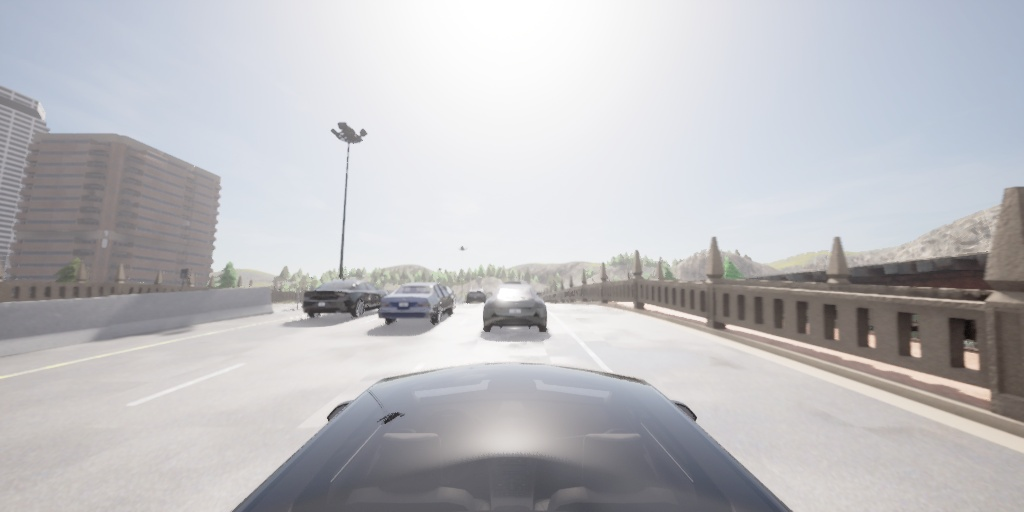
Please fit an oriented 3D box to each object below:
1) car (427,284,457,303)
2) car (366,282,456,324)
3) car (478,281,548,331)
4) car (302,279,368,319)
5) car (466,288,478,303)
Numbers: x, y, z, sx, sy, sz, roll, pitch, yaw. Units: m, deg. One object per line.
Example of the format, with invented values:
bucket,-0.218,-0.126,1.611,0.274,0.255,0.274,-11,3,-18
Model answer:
car,-6.937,3.843,35.869,2.097,1.767,4.553,0,-7,0
car,-3.412,1.730,13.779,2.033,1.411,5.357,0,-4,0
car,0.090,1.659,12.285,1.994,1.385,4.181,0,-3,0
car,-6.914,1.773,15.501,1.882,1.535,5.008,0,-4,0
car,-3.436,4.002,36.012,2.128,1.511,4.902,0,-7,0
